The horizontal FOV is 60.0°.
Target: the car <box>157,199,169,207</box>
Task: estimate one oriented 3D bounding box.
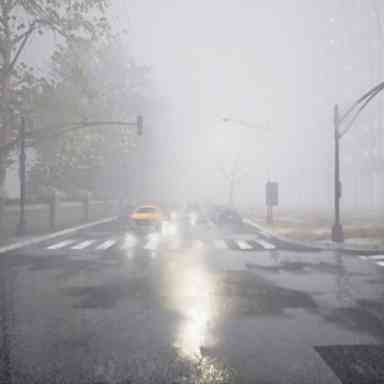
[{"bbox_3d":[-5.655,2.093,64.635,1.967,1.590,4.097,0,-1,0],"label":"car"}]

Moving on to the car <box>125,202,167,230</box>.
[{"bbox_3d":[-3.079,1.705,23.379,1.882,1.535,5.008,0,-1,0],"label":"car"}]

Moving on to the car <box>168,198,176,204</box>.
[{"bbox_3d":[-5.641,2.507,92.794,1.887,1.381,4.507,0,-1,0],"label":"car"}]

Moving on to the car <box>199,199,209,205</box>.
[{"bbox_3d":[2.730,2.326,75.894,2.008,1.369,4.403,0,-1,0],"label":"car"}]

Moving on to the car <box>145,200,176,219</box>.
[{"bbox_3d":[-3.070,1.817,33.251,2.128,1.511,4.902,0,-1,0],"label":"car"}]

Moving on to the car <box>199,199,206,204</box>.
[{"bbox_3d":[2.737,2.482,87.157,1.802,1.307,4.206,0,-1,0],"label":"car"}]

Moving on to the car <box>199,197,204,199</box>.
[{"bbox_3d":[2.722,2.033,59.000,1.967,1.590,4.097,0,-1,0],"label":"car"}]

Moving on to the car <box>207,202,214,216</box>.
[{"bbox_3d":[2.707,1.868,30.838,1.947,1.339,4.313,0,-1,0],"label":"car"}]

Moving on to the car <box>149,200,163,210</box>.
[{"bbox_3d":[-5.661,2.056,53.202,1.752,1.417,4.829,0,-1,0],"label":"car"}]

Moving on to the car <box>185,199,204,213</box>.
[{"bbox_3d":[0.124,1.971,42.919,2.033,1.411,5.357,0,-1,0],"label":"car"}]

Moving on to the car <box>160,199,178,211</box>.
[{"bbox_3d":[-3.023,1.961,47.385,2.128,1.511,4.902,0,-1,1],"label":"car"}]

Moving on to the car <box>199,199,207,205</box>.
[{"bbox_3d":[2.733,2.419,81.526,1.802,1.307,4.206,0,-1,0],"label":"car"}]

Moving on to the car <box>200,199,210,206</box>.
[{"bbox_3d":[2.727,2.265,70.262,2.008,1.369,4.403,0,-1,0],"label":"car"}]

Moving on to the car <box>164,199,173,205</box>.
[{"bbox_3d":[-5.647,2.381,81.530,1.887,1.381,4.507,0,-1,0],"label":"car"}]

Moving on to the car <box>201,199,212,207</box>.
[{"bbox_3d":[2.726,2.094,64.631,1.967,1.590,4.097,0,-1,0],"label":"car"}]

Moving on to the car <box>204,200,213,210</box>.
[{"bbox_3d":[2.710,1.925,36.470,1.947,1.339,4.313,0,-1,0],"label":"car"}]

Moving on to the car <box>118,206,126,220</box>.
[{"bbox_3d":[-5.673,1.883,30.842,1.802,1.307,4.206,0,-1,0],"label":"car"}]

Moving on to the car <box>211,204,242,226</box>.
[{"bbox_3d":[2.704,1.812,25.205,1.947,1.339,4.313,0,-1,0],"label":"car"}]

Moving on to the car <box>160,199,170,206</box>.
[{"bbox_3d":[-5.653,2.258,70.266,1.887,1.381,4.507,0,-1,0],"label":"car"}]

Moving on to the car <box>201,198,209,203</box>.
[{"bbox_3d":[2.719,2.078,53.367,1.887,1.381,4.507,0,-1,0],"label":"car"}]
